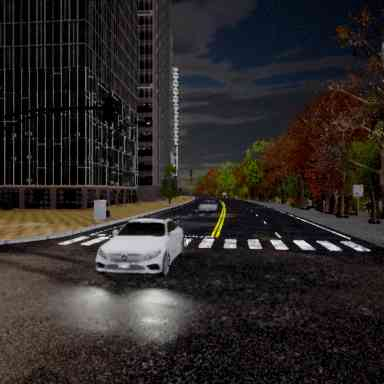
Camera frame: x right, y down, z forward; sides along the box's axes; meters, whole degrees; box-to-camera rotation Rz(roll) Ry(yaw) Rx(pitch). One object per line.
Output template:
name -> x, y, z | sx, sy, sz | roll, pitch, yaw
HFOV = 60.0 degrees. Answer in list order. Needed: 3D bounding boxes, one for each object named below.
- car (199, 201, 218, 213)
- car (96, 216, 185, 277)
car -> 1.817, 1.609, 36.425 | 1.895, 1.301, 4.718 | 0, 0, 6
car -> -1.356, 1.535, 10.452 | 1.812, 1.442, 4.674 | 0, 0, 8
